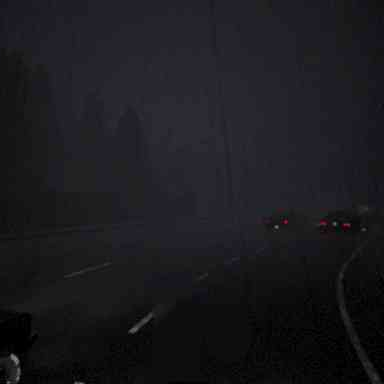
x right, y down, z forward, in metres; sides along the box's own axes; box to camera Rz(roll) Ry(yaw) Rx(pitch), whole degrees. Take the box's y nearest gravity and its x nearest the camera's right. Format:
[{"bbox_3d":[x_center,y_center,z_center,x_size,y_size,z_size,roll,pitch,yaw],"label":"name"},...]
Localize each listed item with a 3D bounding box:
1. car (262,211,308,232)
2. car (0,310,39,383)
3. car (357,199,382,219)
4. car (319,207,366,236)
[{"bbox_3d":[6.498,1.932,22.797,1.895,1.301,4.718,0,-1,32],"label":"car"},{"bbox_3d":[-3.015,1.613,1.986,1.895,1.301,4.718,0,-1,6],"label":"car"},{"bbox_3d":[19.733,1.817,37.112,2.150,2.045,5.566,0,-1,33],"label":"car"},{"bbox_3d":[9.284,1.866,20.660,2.033,1.411,5.357,0,-1,32],"label":"car"}]
